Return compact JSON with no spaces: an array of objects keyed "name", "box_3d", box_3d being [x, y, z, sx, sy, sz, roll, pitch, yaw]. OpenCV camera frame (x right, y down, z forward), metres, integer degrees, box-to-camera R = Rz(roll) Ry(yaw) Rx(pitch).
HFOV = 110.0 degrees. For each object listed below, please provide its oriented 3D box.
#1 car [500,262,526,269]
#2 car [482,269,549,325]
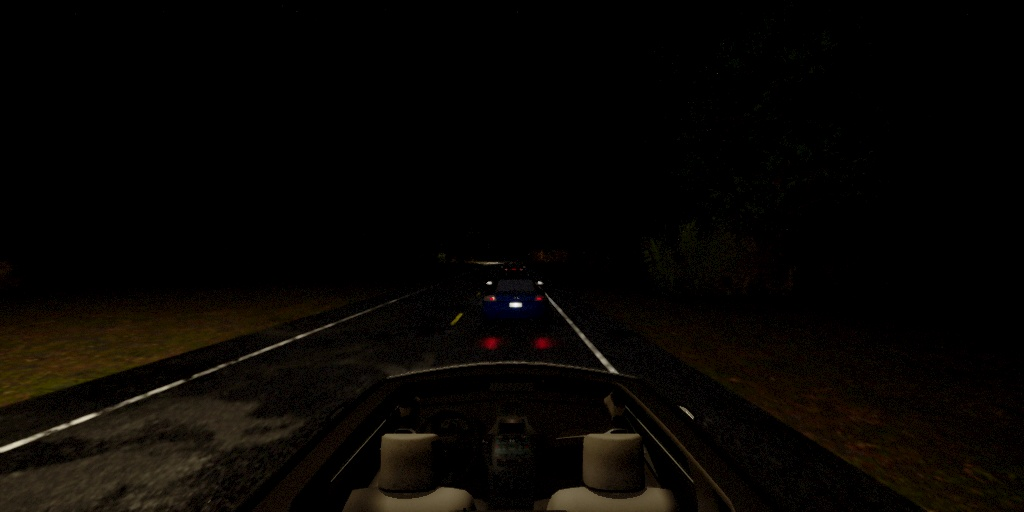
[{"name":"car","box_3d":[0.105,1.237,29.343,2.128,1.511,4.902,0,0,0]},{"name":"car","box_3d":[0.102,1.313,11.851,1.994,1.385,4.181,0,0,0]}]
